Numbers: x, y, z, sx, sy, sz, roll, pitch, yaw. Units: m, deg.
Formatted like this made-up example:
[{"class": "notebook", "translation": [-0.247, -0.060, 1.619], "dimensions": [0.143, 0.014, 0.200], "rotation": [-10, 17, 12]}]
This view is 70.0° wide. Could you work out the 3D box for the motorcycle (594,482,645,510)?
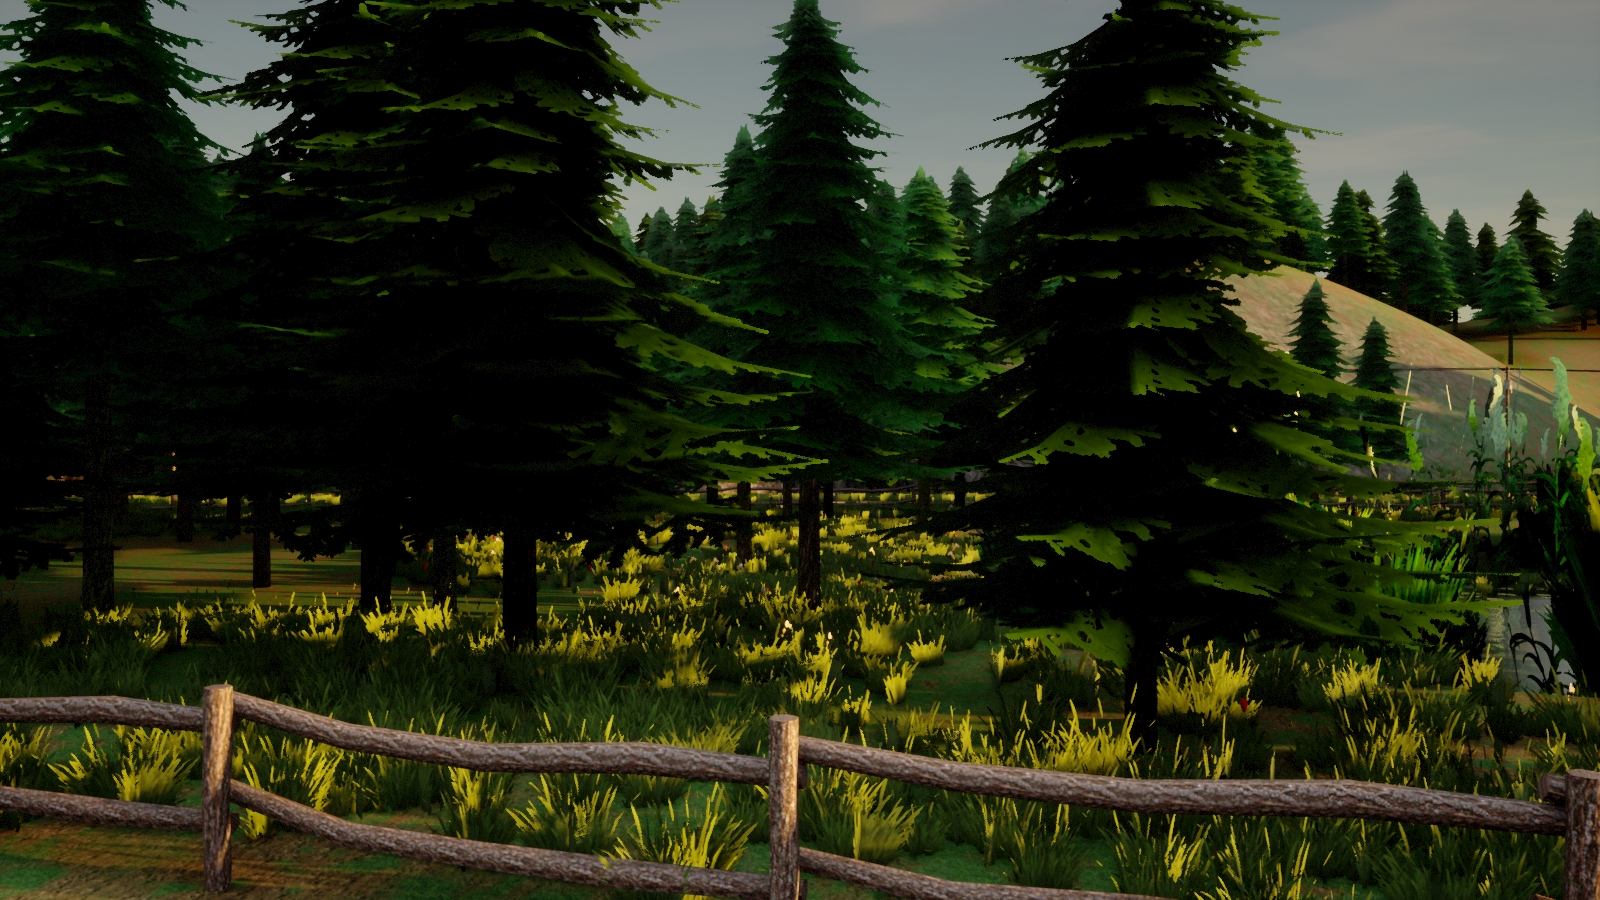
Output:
[{"class": "motorcycle", "translation": [-8.536, 2.178, 54.108], "dimensions": [2.209, 1.251, 0.867], "rotation": [0, 0, 14]}]
